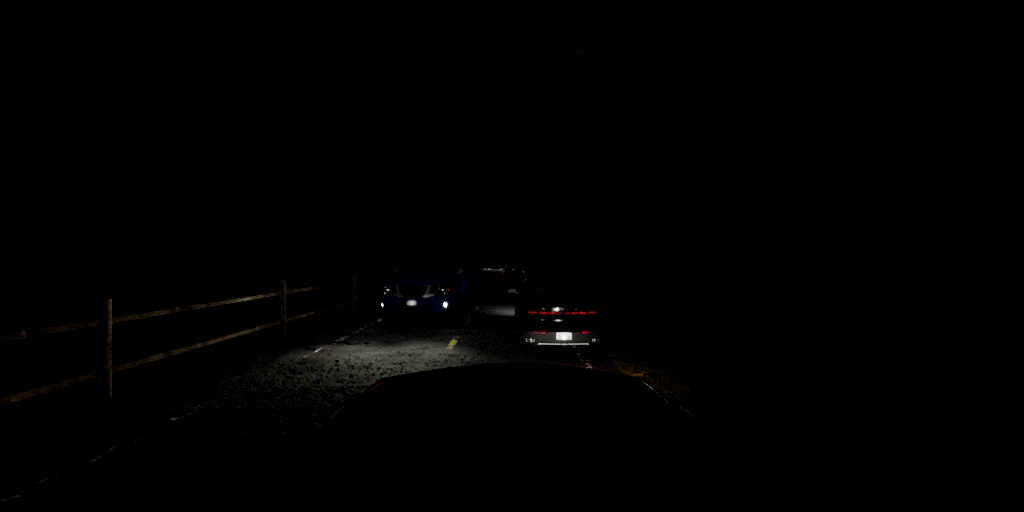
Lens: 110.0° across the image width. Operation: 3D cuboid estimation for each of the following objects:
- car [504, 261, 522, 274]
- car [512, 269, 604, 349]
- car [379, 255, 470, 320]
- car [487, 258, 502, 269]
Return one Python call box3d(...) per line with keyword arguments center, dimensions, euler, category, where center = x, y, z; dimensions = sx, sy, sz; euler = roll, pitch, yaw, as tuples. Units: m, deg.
box3d(center=(0.177, 1.256, 41.046), dimensions=(1.812, 1.442, 4.674), euler=(0, 0, 1), category="car")
box3d(center=(0.981, 1.256, 9.147), dimensions=(1.837, 1.490, 4.892), euler=(0, 0, 0), category="car")
box3d(center=(-2.824, 0.970, 12.886), dimensions=(2.150, 2.045, 5.566), euler=(0, 0, 0), category="car")
box3d(center=(-2.719, 1.061, 56.110), dimensions=(2.097, 1.767, 4.553), euler=(0, 0, 0), category="car")
